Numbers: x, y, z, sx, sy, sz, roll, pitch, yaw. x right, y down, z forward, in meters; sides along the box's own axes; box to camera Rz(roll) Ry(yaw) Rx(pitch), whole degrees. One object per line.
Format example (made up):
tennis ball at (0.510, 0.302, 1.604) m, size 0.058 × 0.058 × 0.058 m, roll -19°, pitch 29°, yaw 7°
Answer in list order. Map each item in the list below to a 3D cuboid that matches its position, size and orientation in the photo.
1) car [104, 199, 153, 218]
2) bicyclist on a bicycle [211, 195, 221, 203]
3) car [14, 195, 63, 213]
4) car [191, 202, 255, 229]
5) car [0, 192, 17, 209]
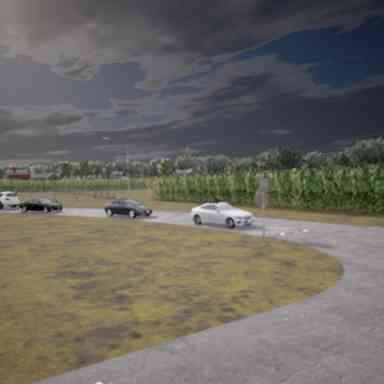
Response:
car at (-5.452, 1.357, 28.363) m, size 4.892 × 1.490 × 1.837 m, roll 0°, pitch 2°, yaw 38°
bicyclist on a bicycle at (2.196, 1.126, 29.948) m, size 0.582 × 1.620 × 1.656 m, roll 1°, pitch 1°, yaw 43°
car at (-15.795, 1.357, 34.833) m, size 5.008 × 1.535 × 1.882 m, roll 0°, pitch 2°, yaw 25°
car at (1.837, 1.403, 21.311) m, size 1.812 × 1.442 × 4.674 m, roll -3°, pitch 2°, yaw -42°
car at (-24.098, 1.025, 41.022) m, size 5.566 × 2.045 × 2.150 m, roll 0°, pitch 2°, yaw 15°
